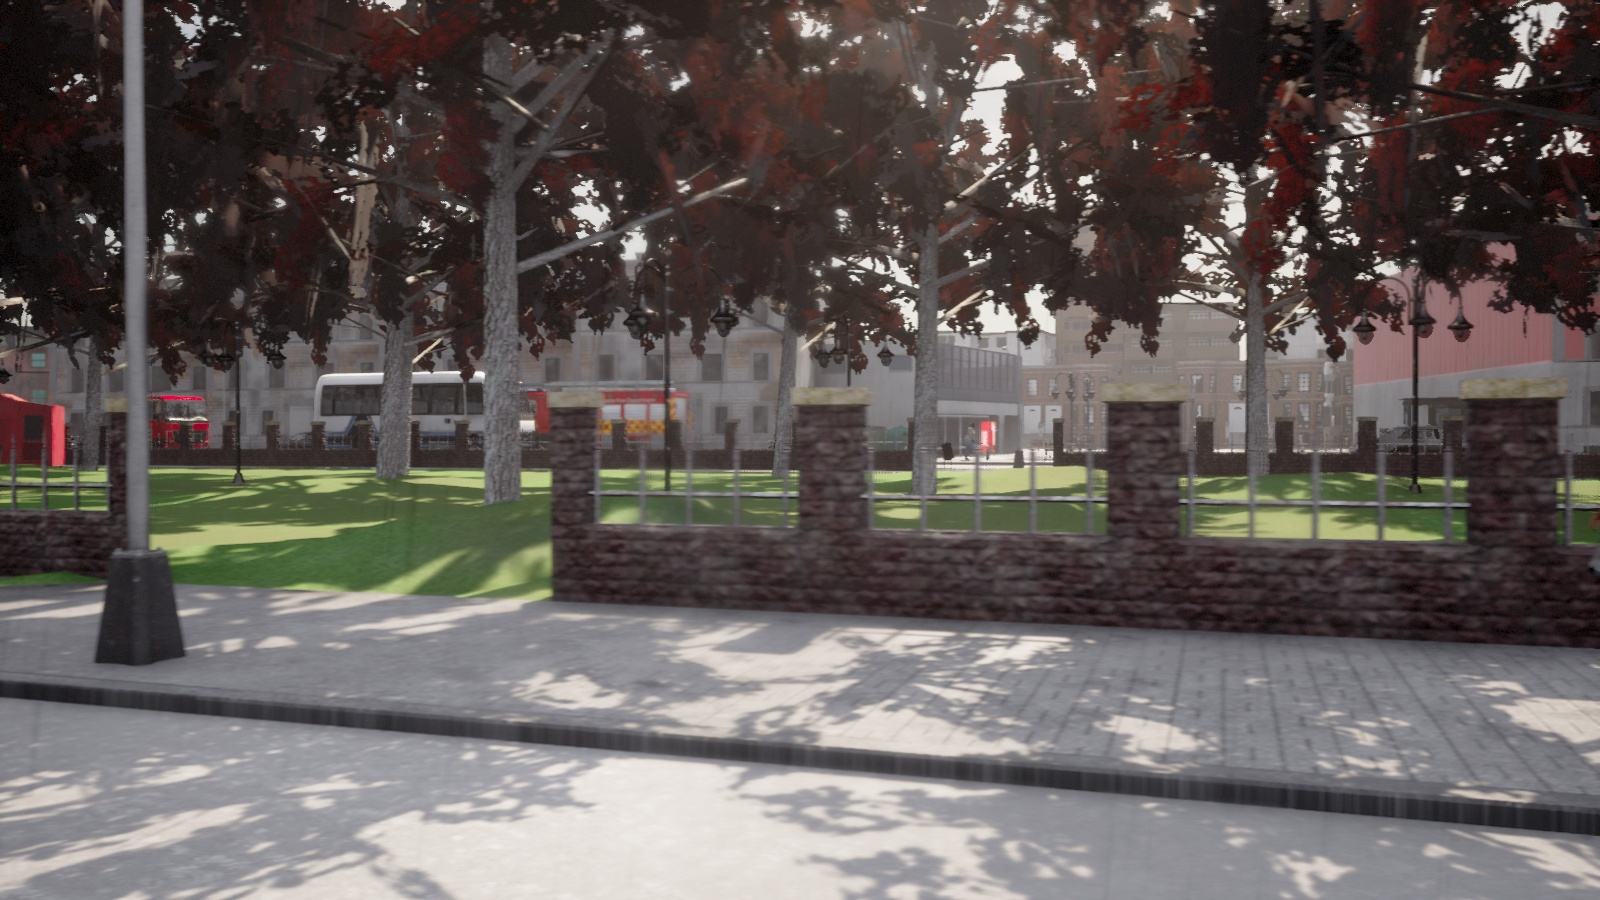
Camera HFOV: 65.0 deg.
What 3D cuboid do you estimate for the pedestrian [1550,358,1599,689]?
[{"bbox_3d":[5.139,0.434,7.616,0.873,1.952,0.659,1,1,19],"label":"pedestrian"}]

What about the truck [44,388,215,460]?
[{"bbox_3d":[-33.483,-1.310,62.732,7.936,3.462,2.891,1,1,19],"label":"truck"}]

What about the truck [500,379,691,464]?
[{"bbox_3d":[-9.595,-1.331,58.918,8.468,3.827,2.891,1,1,19],"label":"truck"}]

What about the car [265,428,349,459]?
[{"bbox_3d":[-25.185,-0.337,64.153,3.705,1.549,1.789,1,1,19],"label":"car"}]

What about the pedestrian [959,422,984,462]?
[{"bbox_3d":[8.064,-0.386,59.095,0.900,1.855,0.874,1,1,27],"label":"pedestrian"}]

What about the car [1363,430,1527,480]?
[{"bbox_3d":[22.459,0.140,43.953,4.856,1.649,2.033,1,1,19],"label":"car"}]

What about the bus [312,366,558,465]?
[{"bbox_3d":[-16.541,-1.541,57.020,10.273,4.253,3.944,1,1,18],"label":"bus"}]
